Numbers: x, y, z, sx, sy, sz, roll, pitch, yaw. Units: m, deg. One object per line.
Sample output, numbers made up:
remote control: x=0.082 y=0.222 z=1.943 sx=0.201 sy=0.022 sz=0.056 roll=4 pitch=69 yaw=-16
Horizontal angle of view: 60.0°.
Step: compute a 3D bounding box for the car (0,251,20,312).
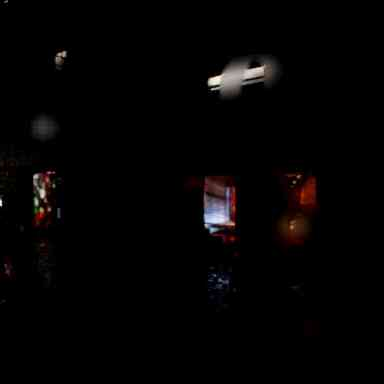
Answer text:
car: x=-5.157 y=1.424 z=6.381 sx=4.097 sy=1.590 sz=1.967 roll=0 pitch=1 yaw=35
